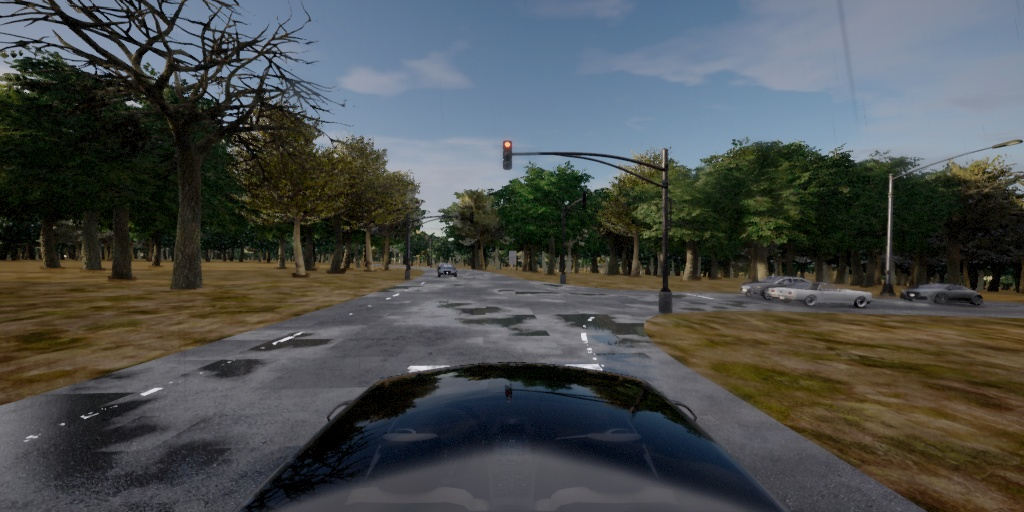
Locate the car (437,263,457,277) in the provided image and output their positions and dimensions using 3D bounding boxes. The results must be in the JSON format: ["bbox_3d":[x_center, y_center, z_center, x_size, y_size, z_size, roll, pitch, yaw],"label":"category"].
[{"bbox_3d":[-7.136,1.619,39.692,1.994,1.385,4.181,0,-1,-10],"label":"car"}]

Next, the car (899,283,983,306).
[{"bbox_3d":[29.333,2.565,24.577,4.181,1.385,1.994,2,0,-3],"label":"car"}]

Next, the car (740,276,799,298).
[{"bbox_3d":[17.846,2.084,23.936,4.902,1.511,2.128,2,0,-5],"label":"car"}]

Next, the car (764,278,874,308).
[{"bbox_3d":[17.436,2.149,20.296,4.718,1.301,1.895,2,0,-3],"label":"car"}]
